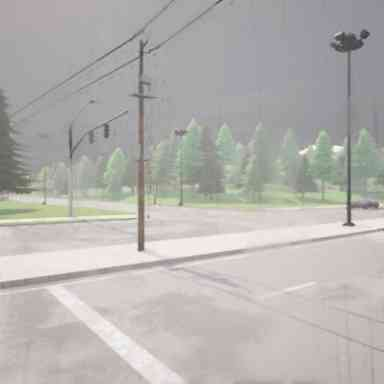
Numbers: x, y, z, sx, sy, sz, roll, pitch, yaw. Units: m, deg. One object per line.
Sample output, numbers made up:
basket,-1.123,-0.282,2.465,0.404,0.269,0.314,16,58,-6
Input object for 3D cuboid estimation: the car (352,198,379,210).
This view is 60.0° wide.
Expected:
car,23.388,1.565,44.749,4.674,1.442,1.812,0,0,-35
